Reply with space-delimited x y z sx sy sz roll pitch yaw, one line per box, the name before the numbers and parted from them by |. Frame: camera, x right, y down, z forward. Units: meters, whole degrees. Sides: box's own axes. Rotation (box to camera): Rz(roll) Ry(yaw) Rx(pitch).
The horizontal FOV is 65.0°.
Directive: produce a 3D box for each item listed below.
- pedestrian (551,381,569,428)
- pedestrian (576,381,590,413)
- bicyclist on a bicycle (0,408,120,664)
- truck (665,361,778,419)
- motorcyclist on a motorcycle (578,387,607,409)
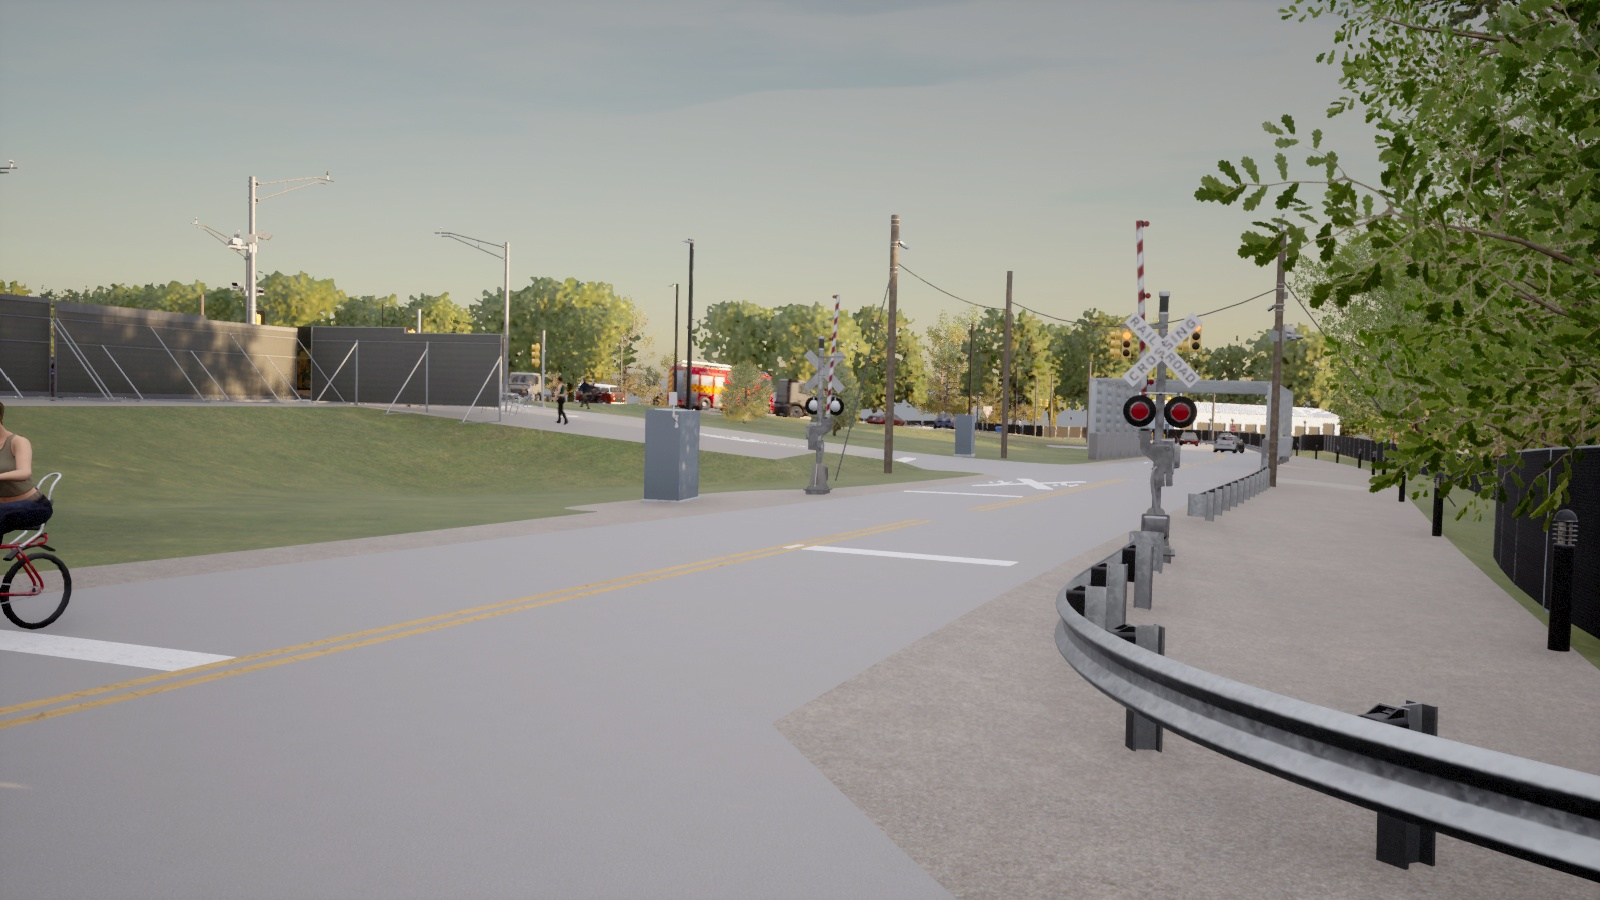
pedestrian | -9.302 -1.764 48.644 0.594 1.836 0.345 1 3 18
pedestrian | -12.494 -3.059 72.367 0.402 1.842 0.726 2 4 34
bicyclist on a bicycle | -5.397 0.536 8.178 0.866 1.612 1.509 1 1 19
truck | -6.028 -4.612 97.699 8.468 3.827 2.891 3 1 -39
motorcyclist on a motorcycle | -14.662 -3.703 88.656 0.866 1.530 2.191 2 4 28
